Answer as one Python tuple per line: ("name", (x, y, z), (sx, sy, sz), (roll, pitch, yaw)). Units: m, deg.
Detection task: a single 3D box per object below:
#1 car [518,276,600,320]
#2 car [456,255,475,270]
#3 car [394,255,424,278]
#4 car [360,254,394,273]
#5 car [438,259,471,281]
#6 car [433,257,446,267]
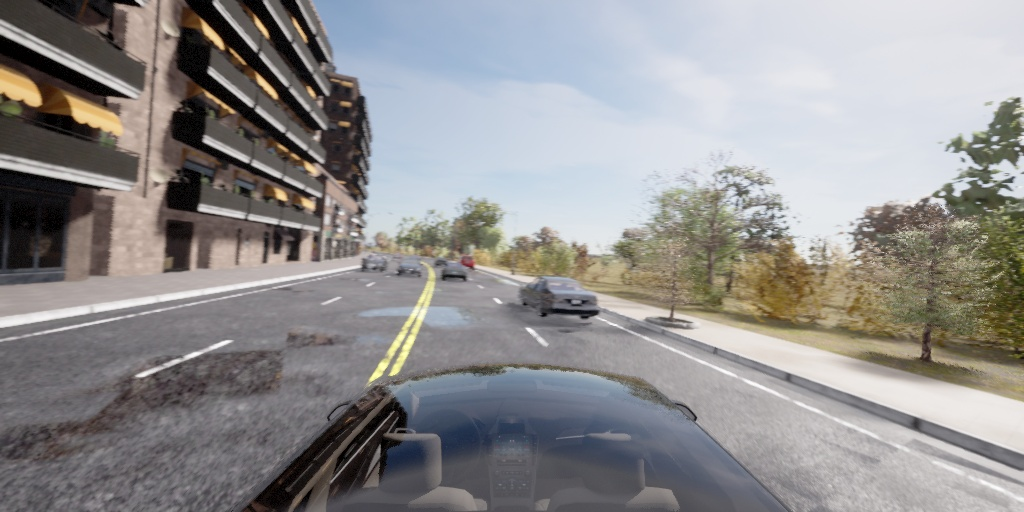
("car", (1.615, 1.515, 14.048), (2.033, 1.411, 5.357), (4, 0, -11))
("car", (-6.671, 0.922, 51.253), (2.150, 2.045, 5.566), (4, 0, -15))
("car", (-8.329, 0.936, 29.464), (1.812, 1.442, 4.674), (4, -1, -12))
("car", (-12.235, 0.656, 32.132), (2.128, 1.511, 4.902), (4, -1, -13))
("car", (-4.787, 1.219, 29.343), (1.994, 1.385, 4.181), (4, 0, -12))
("car", (-10.766, 0.943, 53.901), (1.837, 1.490, 4.892), (4, 0, -15))
